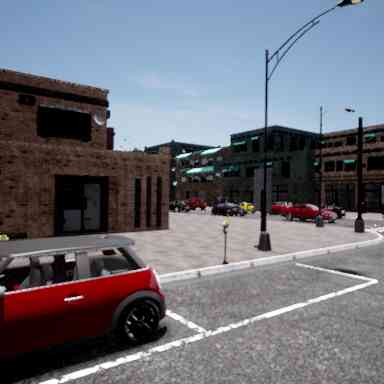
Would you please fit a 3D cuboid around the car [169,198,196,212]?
[{"bbox_3d":[-2.028,1.887,43.881,1.837,1.490,4.892,1,-1,-35],"label":"car"}]

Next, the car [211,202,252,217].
[{"bbox_3d":[3.859,1.848,35.411,1.994,1.385,4.181,1,-1,-35],"label":"car"}]

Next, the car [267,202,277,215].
[{"bbox_3d":[9.677,1.812,37.177,1.967,1.590,4.097,1,-1,-35],"label":"car"}]

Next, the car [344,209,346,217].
[{"bbox_3d":[12.845,1.884,32.621,1.947,1.339,4.313,1,-1,-35],"label":"car"}]

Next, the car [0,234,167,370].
[{"bbox_3d":[-2.484,1.442,4.774,4.097,1.590,1.967,0,1,-36],"label":"car"}]

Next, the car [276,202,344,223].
[{"bbox_3d":[9.518,1.714,27.223,1.812,1.442,4.674,1,-1,-34],"label":"car"}]

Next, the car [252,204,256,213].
[{"bbox_3d":[6.411,1.952,41.870,1.752,1.417,4.829,1,-1,-35],"label":"car"}]

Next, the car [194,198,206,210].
[{"bbox_3d":[0.171,1.846,50.841,2.192,1.841,5.009,1,-1,-35],"label":"car"}]
